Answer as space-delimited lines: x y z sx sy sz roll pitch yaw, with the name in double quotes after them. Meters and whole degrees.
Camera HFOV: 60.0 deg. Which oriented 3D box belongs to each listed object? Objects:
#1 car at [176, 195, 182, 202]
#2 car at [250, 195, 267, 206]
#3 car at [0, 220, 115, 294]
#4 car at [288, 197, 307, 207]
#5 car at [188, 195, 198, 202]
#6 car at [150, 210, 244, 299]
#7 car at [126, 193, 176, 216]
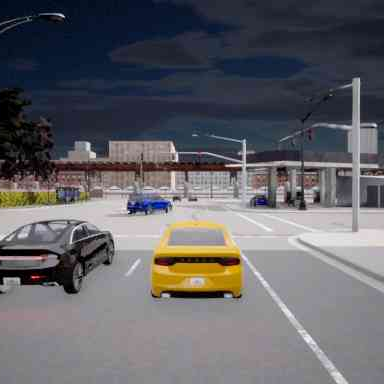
-3.282 1.386 73.494 1.837 1.490 4.892 0 0 0 "car"
9.856 1.253 48.780 2.242 1.667 4.611 0 0 1 "car"
-3.392 1.474 8.735 2.128 1.511 4.902 0 0 0 "car"
15.603 1.426 49.526 1.970 1.475 3.806 0 0 1 "car"
0.218 1.446 73.484 1.994 1.385 4.181 0 0 0 "car"
0.107 1.468 8.516 1.882 1.535 5.008 0 0 0 "car"
-4.173 1.170 32.799 2.150 2.045 5.566 2 1 28 "car"
